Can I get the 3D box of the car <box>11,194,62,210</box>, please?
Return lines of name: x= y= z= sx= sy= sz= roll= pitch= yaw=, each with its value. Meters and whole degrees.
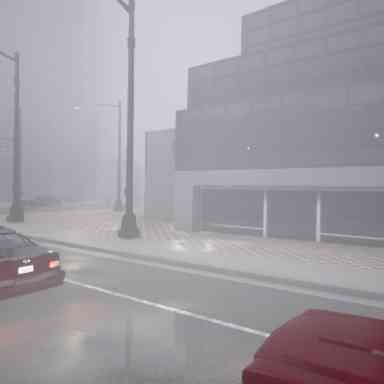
car: x=-15.982 y=1.012 z=34.440 sx=1.882 sy=1.535 sz=5.008 roll=1 pitch=1 yaw=36

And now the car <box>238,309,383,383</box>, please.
car: x=2.651 y=1.602 z=2.103 sx=4.718 sy=1.301 sz=1.895 roll=0 pitch=0 yaw=35

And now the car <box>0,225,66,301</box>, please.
car: x=-5.150 y=1.461 z=7.669 sx=5.357 sy=1.411 sz=2.033 roll=1 pitch=0 yaw=35
